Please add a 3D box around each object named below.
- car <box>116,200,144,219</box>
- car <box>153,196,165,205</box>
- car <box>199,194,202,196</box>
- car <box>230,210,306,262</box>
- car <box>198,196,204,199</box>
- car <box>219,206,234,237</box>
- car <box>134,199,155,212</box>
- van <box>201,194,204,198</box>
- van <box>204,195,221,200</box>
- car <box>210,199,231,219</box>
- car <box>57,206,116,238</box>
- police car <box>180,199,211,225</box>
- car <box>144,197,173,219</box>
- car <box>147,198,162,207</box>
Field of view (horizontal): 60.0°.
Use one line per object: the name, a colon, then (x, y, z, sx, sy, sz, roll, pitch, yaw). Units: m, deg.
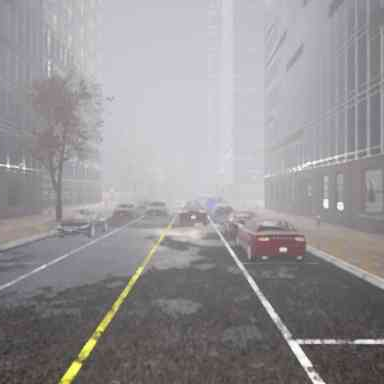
car: (-5.695, 1.591, 29.134, 1.887, 1.381, 4.507, 0, 0, 0)
car: (-5.827, 1.517, 59.169, 1.752, 1.417, 4.829, 0, 0, 0)
car: (2.678, 1.352, 90.063, 1.967, 1.590, 4.097, 0, 0, 0)
car: (2.688, 1.568, 12.036, 1.887, 1.381, 4.507, 0, 0, 0)
car: (0.094, 1.601, 41.206, 1.994, 1.385, 4.181, 0, 0, 0)
car: (2.687, 1.616, 17.734, 1.802, 1.307, 4.206, 0, 0, 0)
car: (-5.696, 1.604, 40.538, 1.947, 1.339, 4.313, 0, 0, 0)
van: (2.766, 1.353, 51.937, 1.690, 1.788, 3.998, 0, 0, 0)
van: (2.687, 1.380, 40.540, 1.690, 1.788, 3.998, 0, 0, 0)
car: (2.686, 1.598, 29.135, 2.008, 1.369, 4.403, 0, 0, 0)
car: (-5.694, 1.584, 17.734, 2.008, 1.369, 4.403, 0, 0, 0)
police car: (0.095, 1.550, 25.004, 2.038, 1.542, 4.974, 0, 0, 0)
car: (-3.104, 1.525, 30.186, 1.882, 1.535, 5.008, 0, 0, 0)
car: (-5.777, 1.577, 51.935, 1.947, 1.339, 4.313, 0, 0, 0)
